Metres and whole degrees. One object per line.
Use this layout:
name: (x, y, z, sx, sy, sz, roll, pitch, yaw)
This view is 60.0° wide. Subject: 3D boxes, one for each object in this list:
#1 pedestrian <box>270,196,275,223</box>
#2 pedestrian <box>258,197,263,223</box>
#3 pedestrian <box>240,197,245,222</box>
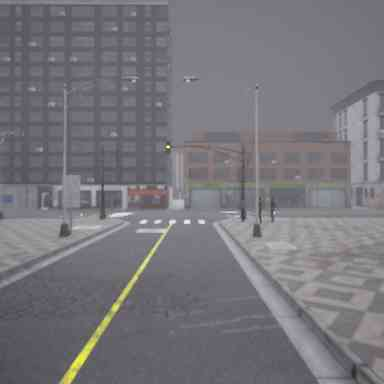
pedestrian: (5.628, 1.206, 23.361, 0.375, 1.860, 0.375, 0, -1, 0)
pedestrian: (4.628, 1.210, 22.760, 0.375, 1.860, 0.375, 0, -1, 0)
pedestrian: (3.628, 1.217, 23.960, 0.375, 1.860, 0.375, 0, -1, 0)
